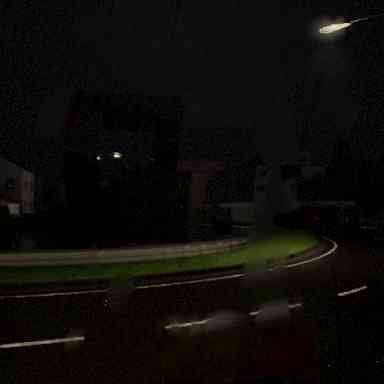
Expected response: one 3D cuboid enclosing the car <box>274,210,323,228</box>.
[{"bbox_3d":[12.386,3.136,38.914,5.566,2.045,2.150,-3,-3,41],"label":"car"}]
